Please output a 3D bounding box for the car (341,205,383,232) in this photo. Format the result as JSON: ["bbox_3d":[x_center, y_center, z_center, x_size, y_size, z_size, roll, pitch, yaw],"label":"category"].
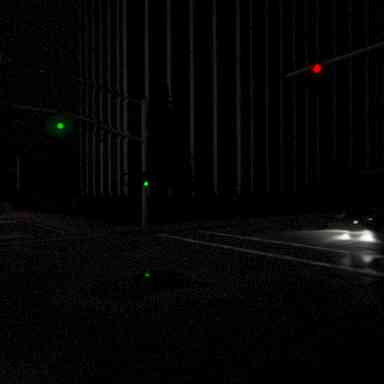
[{"bbox_3d":[10.679,1.482,19.729,4.181,1.385,1.994,0,0,-38],"label":"car"}]
